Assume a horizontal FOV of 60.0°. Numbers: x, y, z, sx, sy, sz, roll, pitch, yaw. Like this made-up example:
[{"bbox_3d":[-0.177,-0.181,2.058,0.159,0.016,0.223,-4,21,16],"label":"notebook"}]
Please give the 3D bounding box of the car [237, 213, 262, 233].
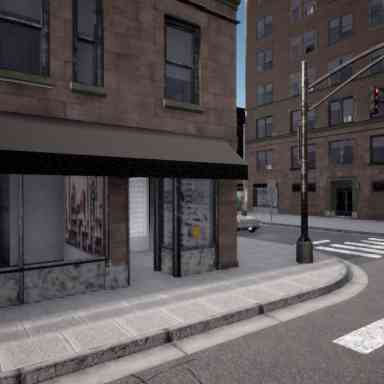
[{"bbox_3d":[1.775,1.597,19.242,1.895,1.301,4.718,0,0,-36],"label":"car"}]
